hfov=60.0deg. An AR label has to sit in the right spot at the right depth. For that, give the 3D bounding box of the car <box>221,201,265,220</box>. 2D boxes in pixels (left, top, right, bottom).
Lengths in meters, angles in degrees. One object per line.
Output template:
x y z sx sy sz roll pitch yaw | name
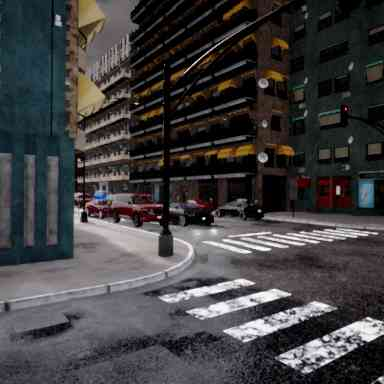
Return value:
3.550 1.350 25.154 1.947 1.339 4.313 2 0 -36 | car

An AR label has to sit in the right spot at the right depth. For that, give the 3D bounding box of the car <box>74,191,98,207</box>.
-12.081 0.946 36.901 1.882 1.535 5.008 1 1 -36 | car

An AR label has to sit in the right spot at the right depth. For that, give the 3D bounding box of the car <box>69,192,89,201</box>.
-19.288 0.766 56.758 1.887 1.381 4.507 2 0 -36 | car

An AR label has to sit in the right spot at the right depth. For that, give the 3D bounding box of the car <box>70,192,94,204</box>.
-15.643 0.820 47.189 1.882 1.535 5.008 1 0 -36 | car

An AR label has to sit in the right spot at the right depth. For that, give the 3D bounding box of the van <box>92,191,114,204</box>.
-12.759 0.723 47.729 1.690 1.788 3.998 2 0 -36 | van

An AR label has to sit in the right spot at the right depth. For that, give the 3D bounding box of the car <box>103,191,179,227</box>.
-3.258 1.032 20.277 2.192 1.841 5.009 2 0 -36 | car

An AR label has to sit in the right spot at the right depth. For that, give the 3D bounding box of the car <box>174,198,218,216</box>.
0.287 1.285 29.669 1.802 1.307 4.206 2 0 -36 | car

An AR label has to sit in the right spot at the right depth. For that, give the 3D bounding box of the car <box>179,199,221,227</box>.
-0.478 1.319 20.821 1.994 1.385 4.181 1 1 -36 | car

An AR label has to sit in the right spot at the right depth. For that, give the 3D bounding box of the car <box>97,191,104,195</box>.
-6.055 0.969 28.548 2.097 1.767 4.553 1 0 -36 | car

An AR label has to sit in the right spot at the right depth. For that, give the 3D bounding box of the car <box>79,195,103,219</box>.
-6.527 1.181 24.792 1.887 1.381 4.507 2 0 -36 | car
